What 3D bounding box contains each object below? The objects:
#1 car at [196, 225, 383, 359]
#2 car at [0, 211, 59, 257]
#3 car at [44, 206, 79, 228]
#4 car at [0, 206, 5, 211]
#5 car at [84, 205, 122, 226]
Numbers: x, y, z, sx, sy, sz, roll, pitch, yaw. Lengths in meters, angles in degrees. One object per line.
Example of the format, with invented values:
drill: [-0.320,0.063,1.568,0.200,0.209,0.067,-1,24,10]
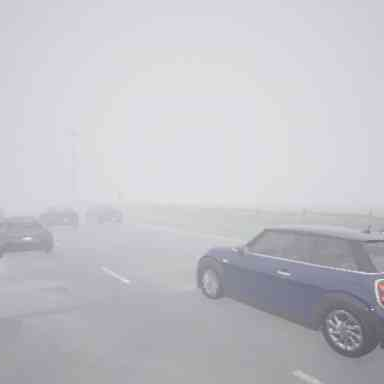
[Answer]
car: [2.033,1.418,6.495,2.097,1.767,4.553,0,0,-34]
car: [-7.111,1.693,13.753,1.994,1.385,4.181,0,-1,-34]
car: [-9.476,1.698,23.492,1.882,1.535,5.008,0,-1,-34]
car: [-17.505,1.796,29.113,1.812,1.442,4.674,0,-1,-34]
car: [-7.045,1.753,26.145,1.837,1.490,4.892,0,0,-34]
